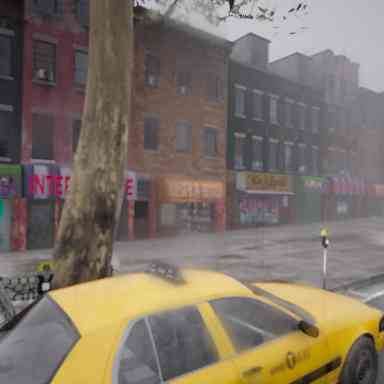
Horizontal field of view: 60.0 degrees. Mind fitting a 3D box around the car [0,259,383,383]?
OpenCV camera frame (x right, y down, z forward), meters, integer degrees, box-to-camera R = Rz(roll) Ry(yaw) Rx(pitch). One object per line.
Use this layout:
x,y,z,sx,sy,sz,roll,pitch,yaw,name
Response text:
-0.008,1.448,3.278,5.366,1.575,1.801,0,0,-35,car
